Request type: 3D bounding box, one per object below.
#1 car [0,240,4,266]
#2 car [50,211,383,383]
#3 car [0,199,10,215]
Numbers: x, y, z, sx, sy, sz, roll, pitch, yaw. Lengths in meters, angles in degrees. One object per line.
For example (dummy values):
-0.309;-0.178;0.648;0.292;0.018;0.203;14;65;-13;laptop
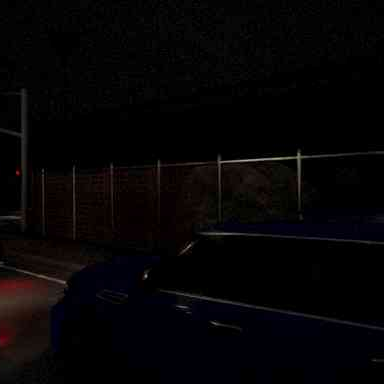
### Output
-7.080;1.492;9.039;4.902;1.511;2.128;0;0;33;car
0.935;1.221;3.323;5.566;2.045;2.150;0;0;35;car
-20.181;1.407;31.902;2.097;1.767;4.553;0;0;37;car
